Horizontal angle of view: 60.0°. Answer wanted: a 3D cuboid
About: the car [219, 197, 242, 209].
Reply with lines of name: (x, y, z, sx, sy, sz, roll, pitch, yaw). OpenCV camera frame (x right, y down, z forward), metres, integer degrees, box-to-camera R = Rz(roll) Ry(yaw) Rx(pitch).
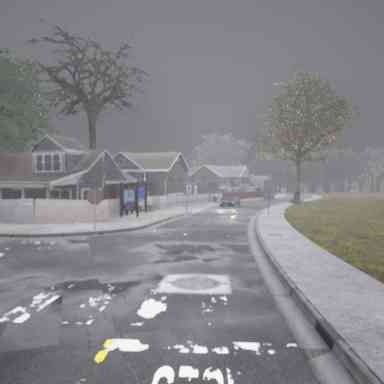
car: (4.821, 1.315, 41.332, 1.895, 1.301, 4.718, 1, 1, 20)
